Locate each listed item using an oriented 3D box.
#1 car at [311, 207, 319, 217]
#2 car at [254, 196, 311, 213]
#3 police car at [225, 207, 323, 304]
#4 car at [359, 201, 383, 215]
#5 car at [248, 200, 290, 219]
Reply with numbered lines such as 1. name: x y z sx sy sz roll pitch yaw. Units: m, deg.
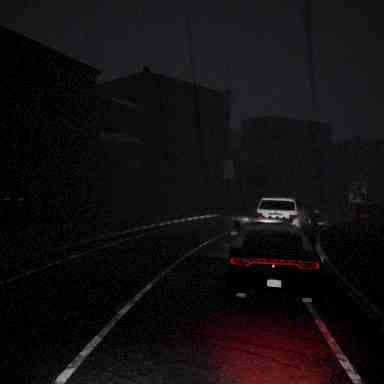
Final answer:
1. car: 7.270 1.575 22.485 1.837 1.490 4.892 3 1 30
2. car: 4.774 1.253 17.406 2.150 2.045 5.566 2 0 23
3. police car: 1.981 1.426 8.455 1.930 1.638 5.238 1 0 11
4. car: 21.288 1.839 39.009 5.008 1.535 1.882 2 3 -33
5. car: 6.899 1.463 29.512 1.812 1.442 4.674 3 1 37
